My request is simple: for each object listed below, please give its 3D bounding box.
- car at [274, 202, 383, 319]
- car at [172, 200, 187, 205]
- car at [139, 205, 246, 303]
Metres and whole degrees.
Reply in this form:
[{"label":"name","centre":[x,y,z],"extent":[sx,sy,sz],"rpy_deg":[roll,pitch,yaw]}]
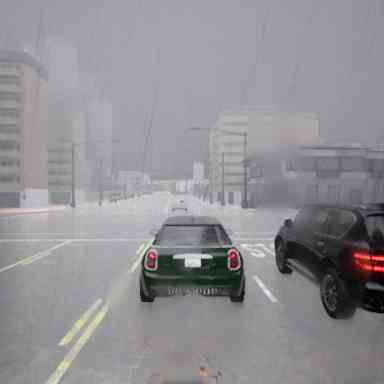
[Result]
[{"label":"car","centre":[3.516,1.235,7.511],"extent":[2.150,2.045,5.566],"rpy_deg":[0,0,0]},{"label":"car","centre":[-1.597,1.708,43.101],"extent":[1.812,1.442,4.674],"rpy_deg":[0,-1,-3]},{"label":"car","centre":[-0.010,1.366,8.414],"extent":[2.097,1.767,4.553],"rpy_deg":[0,0,-1]}]
